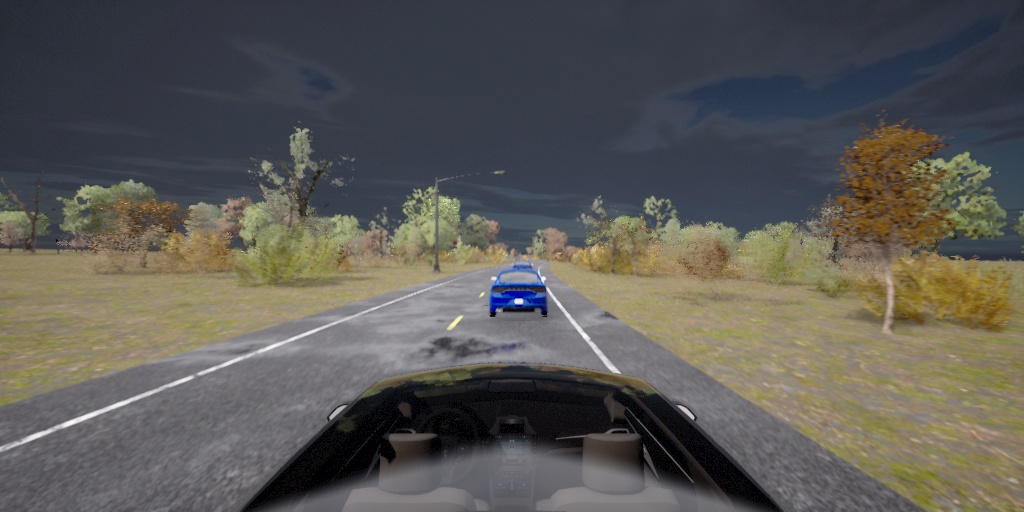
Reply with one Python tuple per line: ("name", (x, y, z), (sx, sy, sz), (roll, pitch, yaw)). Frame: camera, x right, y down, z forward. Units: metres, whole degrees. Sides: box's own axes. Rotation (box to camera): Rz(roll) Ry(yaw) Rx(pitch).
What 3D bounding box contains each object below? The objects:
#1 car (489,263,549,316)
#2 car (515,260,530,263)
("car", (0.246, 1.192, 13.141), (1.882, 1.535, 5.008), (0, 0, 1))
("car", (0.982, 1.140, 33.403), (1.882, 1.535, 5.008), (0, 0, 3))
